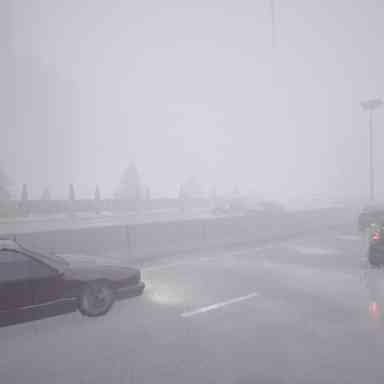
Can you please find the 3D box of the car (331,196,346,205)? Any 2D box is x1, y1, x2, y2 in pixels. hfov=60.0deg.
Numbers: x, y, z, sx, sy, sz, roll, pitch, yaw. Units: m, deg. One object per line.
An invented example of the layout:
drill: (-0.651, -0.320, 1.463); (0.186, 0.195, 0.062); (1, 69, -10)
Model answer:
car: (24.500, 1.447, 55.510); (1.812, 1.442, 4.674); (0, 0, 20)

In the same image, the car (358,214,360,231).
car: (10.909, 1.428, 18.810); (1.837, 1.490, 4.892); (0, 0, 43)

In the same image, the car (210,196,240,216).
car: (3.691, 1.309, 32.194); (2.097, 1.767, 4.553); (0, 0, 38)

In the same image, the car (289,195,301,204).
car: (19.851, 1.339, 64.154); (2.097, 1.767, 4.553); (-1, 0, 16)

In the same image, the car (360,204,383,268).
car: (7.186, 1.300, 10.088); (4.553, 1.767, 2.097); (0, 0, -42)

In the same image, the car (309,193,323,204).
car: (22.421, 1.174, 60.421); (2.150, 2.045, 5.566); (0, 0, 17)

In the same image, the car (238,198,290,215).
car: (6.615, 1.492, 30.141); (2.033, 1.411, 5.357); (0, 0, 39)

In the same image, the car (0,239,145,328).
car: (-3.531, 1.546, 5.612); (5.357, 1.411, 2.033); (0, 0, -37)
